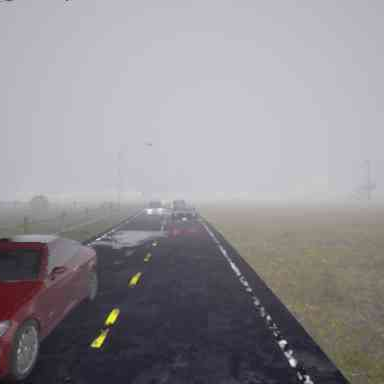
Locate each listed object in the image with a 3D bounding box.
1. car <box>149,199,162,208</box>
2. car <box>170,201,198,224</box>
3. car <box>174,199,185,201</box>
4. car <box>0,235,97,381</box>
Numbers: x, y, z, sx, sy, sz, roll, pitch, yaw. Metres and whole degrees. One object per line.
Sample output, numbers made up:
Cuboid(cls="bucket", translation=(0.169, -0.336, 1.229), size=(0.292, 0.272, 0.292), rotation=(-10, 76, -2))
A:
Cuboid(cls="car", translation=(-5.230, 1.595, 47.673), size=(1.895, 1.301, 4.718), rotation=(0, 0, -5))
Cuboid(cls="car", translation=(-0.606, 1.583, 24.884), size=(1.895, 1.301, 4.718), rotation=(0, 0, -3))
Cuboid(cls="car", translation=(-1.431, 1.537, 37.682), size=(2.033, 1.411, 5.357), rotation=(0, 0, -4))
Cuboid(cls="car", translation=(-2.912, 1.517, 5.559), size=(1.812, 1.442, 4.674), rotation=(0, 0, -1))
